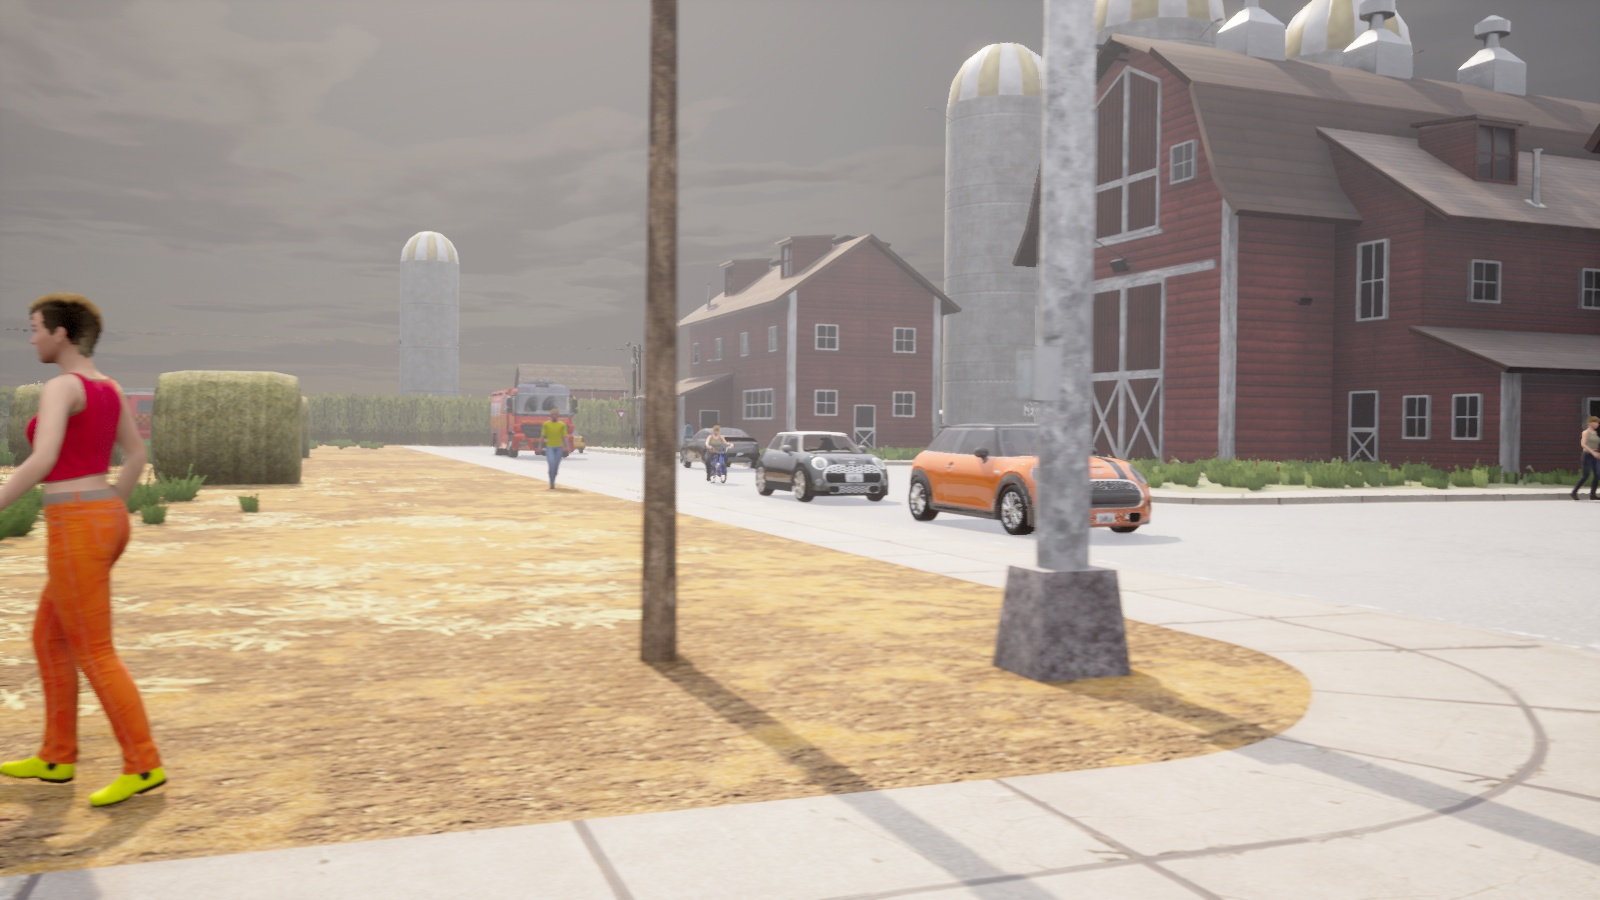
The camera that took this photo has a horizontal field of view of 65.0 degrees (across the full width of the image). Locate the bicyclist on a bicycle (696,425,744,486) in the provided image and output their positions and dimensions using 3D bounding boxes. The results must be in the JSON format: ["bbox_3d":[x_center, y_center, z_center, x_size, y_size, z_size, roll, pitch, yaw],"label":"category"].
[{"bbox_3d":[-2.210,0.170,34.439,0.866,1.612,1.509,-1,-2,-21],"label":"bicyclist on a bicycle"}]

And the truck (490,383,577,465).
[{"bbox_3d":[-13.538,-1.272,63.176,2.891,3.827,8.468,-1,1,-21],"label":"truck"}]

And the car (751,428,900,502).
[{"bbox_3d":[0.478,0.283,27.636,1.970,1.475,3.806,-1,1,-21],"label":"car"}]

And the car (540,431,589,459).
[{"bbox_3d":[-13.847,-0.334,73.558,1.801,1.575,5.366,-1,1,-21],"label":"car"}]

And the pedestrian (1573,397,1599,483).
[{"bbox_3d":[17.132,-0.213,27.175,0.345,1.836,0.594,-1,1,-22],"label":"pedestrian"}]

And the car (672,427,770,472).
[{"bbox_3d":[-2.964,-0.035,45.915,2.128,1.511,4.902,-1,0,-21],"label":"car"}]

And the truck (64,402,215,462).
[{"bbox_3d":[-43.606,-1.246,83.250,8.468,3.827,2.891,-1,1,-21],"label":"truck"}]

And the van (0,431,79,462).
[{"bbox_3d":[-51.036,-0.264,84.205,4.442,1.987,1.775,-1,1,-21],"label":"van"}]

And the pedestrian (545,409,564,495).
[{"bbox_3d":[-5.365,0.037,27.476,0.354,1.836,0.706,-1,1,-14],"label":"pedestrian"}]

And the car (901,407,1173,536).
[{"bbox_3d":[3.557,0.265,19.811,2.097,1.767,4.553,-1,1,-21],"label":"car"}]

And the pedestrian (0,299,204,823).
[{"bbox_3d":[-2.572,0.387,4.591,0.594,1.836,0.345,-1,1,-5],"label":"pedestrian"}]
